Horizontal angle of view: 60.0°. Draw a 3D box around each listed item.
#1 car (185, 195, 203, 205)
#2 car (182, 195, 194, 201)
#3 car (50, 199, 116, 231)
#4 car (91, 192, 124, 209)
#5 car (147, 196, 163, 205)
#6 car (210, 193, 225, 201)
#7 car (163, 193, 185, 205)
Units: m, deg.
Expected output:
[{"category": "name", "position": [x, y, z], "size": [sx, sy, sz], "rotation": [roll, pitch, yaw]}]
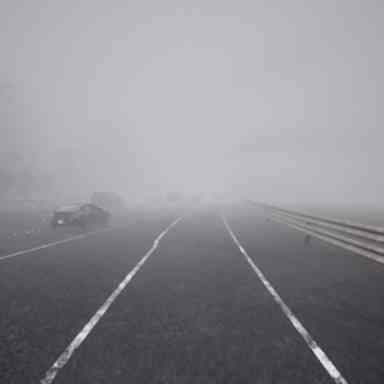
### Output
[{"category": "car", "position": [0.739, 1.390, 57.613], "size": [2.128, 1.511, 4.902], "rotation": [0, 0, 12]}, {"category": "car", "position": [-0.918, 1.436, 82.166], "size": [1.882, 1.535, 5.008], "rotation": [0, 0, 14]}, {"category": "car", "position": [-6.300, 1.341, 19.169], "size": [1.812, 1.442, 4.674], "rotation": [0, 0, 9]}, {"category": "car", "position": [-9.988, 1.078, 39.335], "size": [2.150, 2.045, 5.566], "rotation": [0, 0, 10]}, {"category": "car", "position": [-6.398, 1.423, 57.642], "size": [1.812, 1.442, 4.674], "rotation": [0, 0, 12]}, {"category": "car", "position": [5.758, 1.178, 79.998], "size": [2.150, 2.045, 5.566], "rotation": [0, 0, 14]}, {"category": "car", "position": [-2.837, 1.120, 57.666], "size": [2.150, 2.045, 5.566], "rotation": [0, 0, 12]}]
